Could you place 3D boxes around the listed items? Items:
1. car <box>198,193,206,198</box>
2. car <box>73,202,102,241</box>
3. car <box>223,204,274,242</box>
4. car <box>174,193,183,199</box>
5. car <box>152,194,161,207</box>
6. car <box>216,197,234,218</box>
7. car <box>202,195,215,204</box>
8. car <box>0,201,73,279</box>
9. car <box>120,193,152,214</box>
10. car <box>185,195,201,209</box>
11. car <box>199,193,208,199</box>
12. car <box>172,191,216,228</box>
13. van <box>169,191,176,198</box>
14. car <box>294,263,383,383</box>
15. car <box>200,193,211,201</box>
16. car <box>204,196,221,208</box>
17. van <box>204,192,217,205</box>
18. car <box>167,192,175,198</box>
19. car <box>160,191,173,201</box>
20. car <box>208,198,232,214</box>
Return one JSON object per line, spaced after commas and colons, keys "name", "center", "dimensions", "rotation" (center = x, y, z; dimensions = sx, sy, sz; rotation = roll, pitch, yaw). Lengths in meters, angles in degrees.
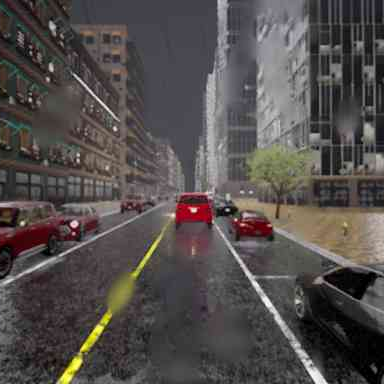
{"name": "car", "center": [2.695, 0.887, 89.646], "dimensions": [2.008, 1.369, 4.403], "rotation": [1, 0, 0]}
{"name": "car", "center": [-5.668, 1.330, 15.701], "dimensions": [1.967, 1.590, 4.097], "rotation": [1, 0, 0]}
{"name": "car", "center": [2.676, 1.472, 15.576], "dimensions": [1.802, 1.307, 4.206], "rotation": [1, 0, 0]}
{"name": "car", "center": [-2.981, 0.950, 75.793], "dimensions": [1.895, 1.301, 4.718], "rotation": [0, 0, 0]}
{"name": "car", "center": [-5.664, 1.245, 44.192], "dimensions": [1.947, 1.339, 4.313], "rotation": [1, 0, 0]}
{"name": "car", "center": [2.679, 1.373, 26.971], "dimensions": [1.947, 1.339, 4.313], "rotation": [1, 0, 0]}
{"name": "car", "center": [2.686, 1.160, 55.460], "dimensions": [1.947, 1.339, 4.313], "rotation": [1, 0, 0]}
{"name": "car", "center": [-5.667, 1.245, 10.001], "dimensions": [2.192, 1.841, 5.009], "rotation": [1, 0, 0]}
{"name": "car", "center": [-5.661, 1.080, 32.795], "dimensions": [2.192, 1.841, 5.009], "rotation": [1, 0, 0]}
{"name": "car", "center": [0.111, 1.206, 41.351], "dimensions": [1.837, 1.490, 4.892], "rotation": [0, 1, 0]}
{"name": "car", "center": [2.693, 0.946, 78.420], "dimensions": [1.752, 1.417, 4.829], "rotation": [1, 0, 0]}
{"name": "car", "center": [0.105, 1.076, 20.866], "dimensions": [2.150, 2.045, 5.566], "rotation": [0, 1, 0]}
{"name": "van", "center": [-5.646, 0.633, 95.469], "dimensions": [1.690, 1.788, 3.998], "rotation": [1, 0, 0]}
{"name": "car", "center": [2.683, 1.536, 4.180], "dimensions": [1.947, 1.339, 4.313], "rotation": [1, 0, 0]}
{"name": "car", "center": [2.692, 0.948, 66.855], "dimensions": [1.967, 1.590, 4.097], "rotation": [1, 0, 0]}
{"name": "car", "center": [2.684, 1.224, 44.065], "dimensions": [1.887, 1.381, 4.507], "rotation": [1, 0, 0]}
{"name": "van", "center": [2.690, 0.978, 49.760], "dimensions": [1.690, 1.788, 3.998], "rotation": [1, 0, 0]}
{"name": "car", "center": [-5.649, 0.775, 89.772], "dimensions": [1.967, 1.590, 4.097], "rotation": [1, 0, 0]}
{"name": "car", "center": [-5.653, 0.822, 66.981], "dimensions": [2.192, 1.841, 5.009], "rotation": [1, 0, 0]}
{"name": "car", "center": [2.681, 1.331, 32.670], "dimensions": [1.947, 1.339, 4.313], "rotation": [1, 0, 0]}
